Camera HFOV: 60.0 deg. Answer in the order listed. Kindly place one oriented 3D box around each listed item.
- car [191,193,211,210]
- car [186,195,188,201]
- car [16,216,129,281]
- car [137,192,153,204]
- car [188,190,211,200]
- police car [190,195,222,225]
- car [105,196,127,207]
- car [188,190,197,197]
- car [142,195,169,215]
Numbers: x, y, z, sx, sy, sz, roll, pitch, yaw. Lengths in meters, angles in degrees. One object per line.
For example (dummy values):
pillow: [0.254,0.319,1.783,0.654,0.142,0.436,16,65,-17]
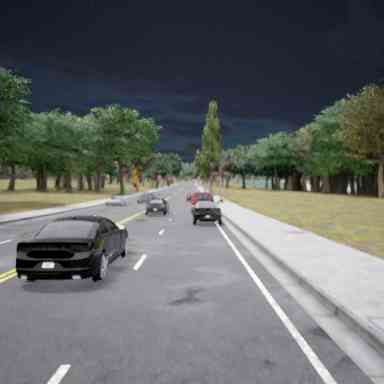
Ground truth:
car: [0.984,1.007,38.748,2.097,1.767,4.553,0,1,0]
car: [0.014,0.855,56.631,1.895,1.301,4.718,0,1,0]
car: [-3.148,1.432,9.752,1.882,1.535,5.008,0,0,0]
car: [-6.565,0.825,47.804,2.097,1.767,4.553,0,1,0]
car: [0.983,0.967,32.809,2.150,2.045,5.566,0,1,0]
police car: [0.981,1.267,22.895,1.930,1.638,5.238,0,0,0]
car: [-9.830,1.179,43.051,1.895,1.301,4.718,0,1,0]
car: [0.018,0.299,72.690,1.895,1.301,4.718,0,1,0]
car: [-3.142,1.294,30.678,1.812,1.442,4.674,0,1,0]
